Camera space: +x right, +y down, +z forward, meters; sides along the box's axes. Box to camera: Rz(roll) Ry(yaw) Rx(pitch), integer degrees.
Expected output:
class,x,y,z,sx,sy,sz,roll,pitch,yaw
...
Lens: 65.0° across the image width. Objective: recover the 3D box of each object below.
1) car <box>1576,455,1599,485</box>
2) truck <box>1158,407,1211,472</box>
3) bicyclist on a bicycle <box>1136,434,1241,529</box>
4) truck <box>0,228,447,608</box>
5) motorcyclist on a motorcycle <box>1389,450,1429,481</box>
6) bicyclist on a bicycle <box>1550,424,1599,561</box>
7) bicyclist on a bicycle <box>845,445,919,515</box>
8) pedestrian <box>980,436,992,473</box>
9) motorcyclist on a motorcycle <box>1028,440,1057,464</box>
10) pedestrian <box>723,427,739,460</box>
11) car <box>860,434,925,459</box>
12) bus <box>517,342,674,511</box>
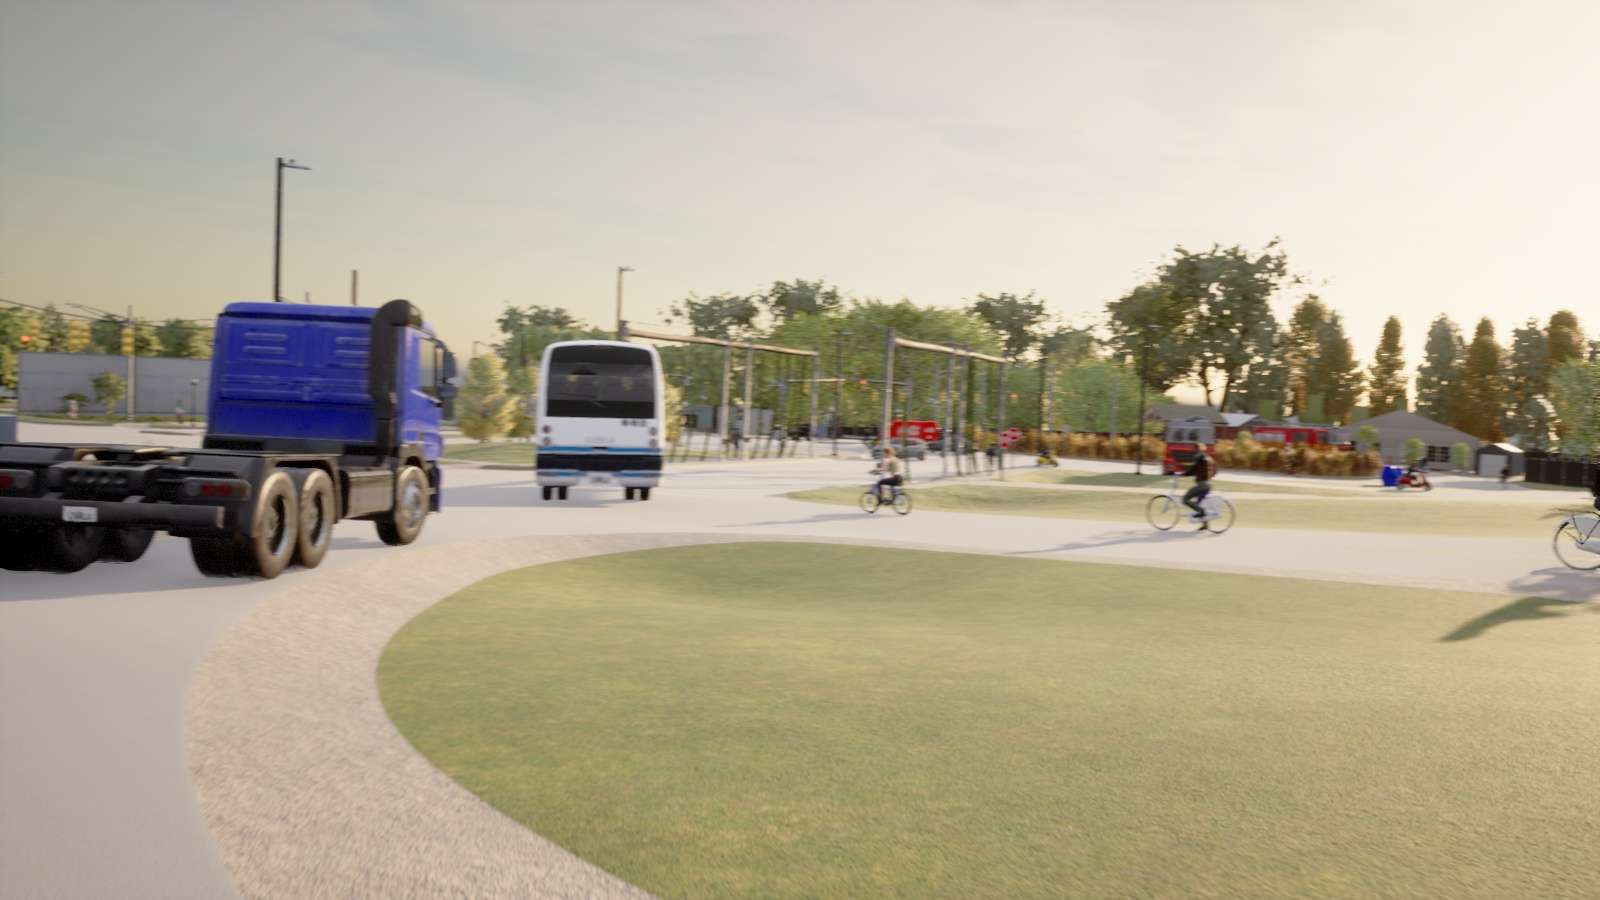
class,x,y,z,sx,sy,sz,roll,pitch,yaw
car,42.884,1.040,65.376,4.892,1.490,1.837,0,2,-26
truck,23.991,-0.655,78.653,2.891,3.827,8.468,1,1,15
bicyclist on a bicycle,7.546,0.588,24.450,1.843,1.776,0.659,0,1,45
truck,-6.865,-0.297,15.584,2.891,3.462,7.936,2,0,-2
motorcyclist on a motorcycle,32.601,0.810,67.235,1.817,1.590,0.866,2,1,30
bicyclist on a bicycle,10.841,0.537,16.215,1.843,1.776,0.659,-2,0,45
bicyclist on a bicycle,1.950,0.693,29.818,1.509,1.612,0.866,0,1,39
pedestrian,10.034,0.251,67.636,0.423,1.949,0.788,3,3,20
motorcyclist on a motorcycle,17.035,0.136,88.203,1.817,1.590,0.866,2,4,33
pedestrian,-4.223,-0.410,77.041,0.659,1.952,0.873,3,3,18
car,6.706,-0.281,90.471,2.242,1.667,4.611,3,3,43
bus,-6.195,-0.689,37.023,3.944,4.253,10.273,0,1,-11
